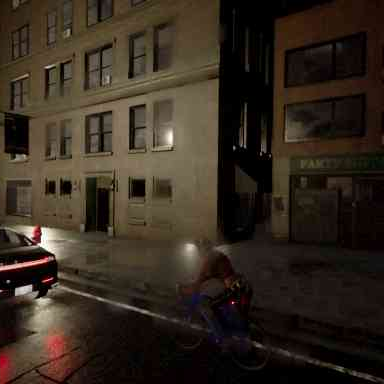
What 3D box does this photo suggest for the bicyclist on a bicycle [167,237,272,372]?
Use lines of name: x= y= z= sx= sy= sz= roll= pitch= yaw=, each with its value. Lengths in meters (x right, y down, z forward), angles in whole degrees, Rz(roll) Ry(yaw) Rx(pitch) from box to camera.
bicyclist on a bicycle: x=0.292 y=1.452 z=4.469 sx=1.656 sy=1.620 sz=0.582 roll=0 pitch=0 yaw=36

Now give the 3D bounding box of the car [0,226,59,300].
car: x=-4.873 y=1.490 z=7.206 sx=4.902 sy=1.511 sz=2.128 roll=0 pitch=0 yaw=36
